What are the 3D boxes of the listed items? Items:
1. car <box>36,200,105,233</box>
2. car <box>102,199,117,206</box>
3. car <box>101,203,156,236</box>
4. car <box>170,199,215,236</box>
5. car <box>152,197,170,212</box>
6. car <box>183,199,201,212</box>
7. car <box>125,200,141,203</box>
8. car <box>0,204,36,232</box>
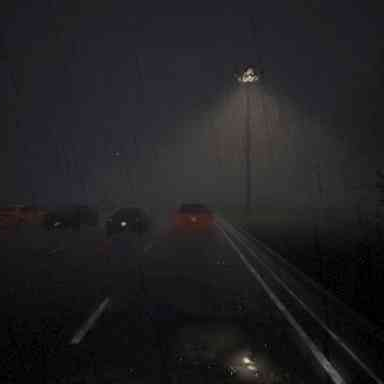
[{"bbox_3d":[-6.911,1.475,19.559,1.882,1.535,5.008,0,0,0],"label":"car"},{"bbox_3d":[-10.474,1.559,40.838,1.994,1.385,4.181,0,0,1],"label":"car"},{"bbox_3d":[-3.410,1.561,18.599,1.994,1.385,4.181,0,0,0],"label":"car"},{"bbox_3d":[0.090,1.350,18.352,2.097,1.767,4.553,0,0,0],"label":"car"},{"bbox_3d":[-3.485,1.345,38.746,2.097,1.767,4.553,0,0,1],"label":"car"},{"bbox_3d":[0.015,1.559,39.356,1.994,1.385,4.181,0,0,1],"label":"car"},{"bbox_3d":[-6.980,1.595,39.824,1.895,1.301,4.718,0,0,1],"label":"car"},{"bbox_3d":[-10.411,1.475,19.965,1.882,1.535,5.008,0,0,0],"label":"car"}]
